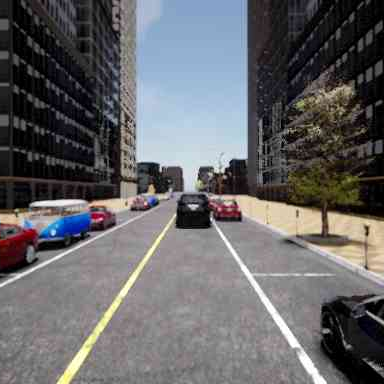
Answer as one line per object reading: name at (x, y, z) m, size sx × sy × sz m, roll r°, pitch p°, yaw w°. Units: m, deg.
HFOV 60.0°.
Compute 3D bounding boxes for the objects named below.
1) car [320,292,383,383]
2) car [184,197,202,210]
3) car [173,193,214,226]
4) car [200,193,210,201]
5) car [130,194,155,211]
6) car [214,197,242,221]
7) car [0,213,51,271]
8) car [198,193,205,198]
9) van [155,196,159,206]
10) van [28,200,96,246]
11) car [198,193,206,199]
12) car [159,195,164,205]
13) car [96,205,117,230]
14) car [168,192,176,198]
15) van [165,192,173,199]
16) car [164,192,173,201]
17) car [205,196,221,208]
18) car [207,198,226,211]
car at (2.693, 1.549, 3.006) m, size 1.947 × 1.339 × 4.313 m, roll 0°, pitch 0°, yaw 0°
car at (0.091, 1.313, 40.955) m, size 2.033 × 1.411 × 5.357 m, roll 0°, pitch 0°, yaw 0°
car at (0.093, 1.092, 22.551) m, size 2.150 × 2.045 × 5.566 m, roll 0°, pitch 0°, yaw 0°
car at (2.677, 1.024, 71.307) m, size 1.967 × 1.590 × 4.097 m, roll 0°, pitch 0°, yaw 0°
car at (-5.695, 1.228, 37.168) m, size 1.967 × 1.590 × 4.097 m, roll 0°, pitch 0°, yaw 0°
car at (2.688, 1.295, 25.772) m, size 1.967 × 1.590 × 4.097 m, roll 0°, pitch 0°, yaw 0°
car at (-5.689, 1.496, 8.708) m, size 1.887 × 1.381 × 4.507 m, roll 0°, pitch 0°, yaw 0°
car at (2.671, 0.987, 94.074) m, size 1.887 × 1.381 × 4.507 m, roll 0°, pitch 0°, yaw 0°
van at (-5.696, 1.095, 42.860) m, size 1.690 × 1.788 × 3.998 m, roll 0°, pitch 0°, yaw 0°
van at (-5.690, 1.261, 14.400) m, size 1.690 × 1.788 × 3.998 m, roll 0°, pitch 0°, yaw 0°
car at (2.673, 1.029, 88.383) m, size 2.008 × 1.369 × 4.403 m, roll 0°, pitch 0°, yaw 0°
car at (-5.698, 1.286, 48.554) m, size 1.947 × 1.339 × 4.313 m, roll 0°, pitch 0°, yaw 0°
car at (-5.692, 1.469, 20.093) m, size 1.802 × 1.307 × 4.206 m, roll 0°, pitch 0°, yaw 0°
car at (-5.708, 0.882, 94.089) m, size 1.967 × 1.590 × 4.097 m, roll 0°, pitch 0°, yaw 0°
van at (-5.705, 0.854, 82.704) m, size 1.690 × 1.788 × 3.998 m, roll 0°, pitch 0°, yaw 0°
car at (-5.704, 1.109, 71.151) m, size 1.752 × 1.417 × 4.829 m, roll 0°, pitch 0°, yaw 0°
car at (2.683, 1.279, 43.018) m, size 1.752 × 1.417 × 4.829 m, roll 0°, pitch 0°, yaw 0°
car at (2.685, 1.370, 37.157) m, size 1.802 × 1.307 × 4.206 m, roll 0°, pitch 0°, yaw 0°
